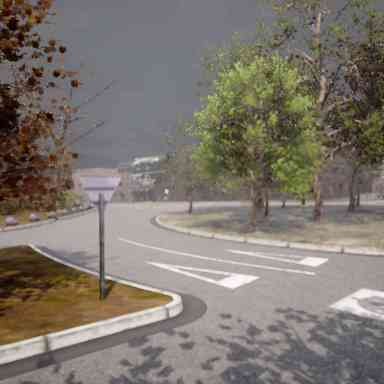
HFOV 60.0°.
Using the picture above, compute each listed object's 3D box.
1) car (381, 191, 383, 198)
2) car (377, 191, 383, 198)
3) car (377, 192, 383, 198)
[{"bbox_3d":[45.070,0.536,74.374,4.674,1.452,2.002,0,1,39],"label":"car"},{"bbox_3d":[43.328,0.548,72.238,5.008,1.535,2.097,0,1,39],"label":"car"},{"bbox_3d":[41.615,0.471,70.068,4.553,1.767,2.185,0,1,39],"label":"car"}]
